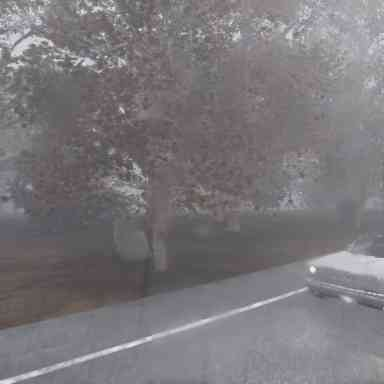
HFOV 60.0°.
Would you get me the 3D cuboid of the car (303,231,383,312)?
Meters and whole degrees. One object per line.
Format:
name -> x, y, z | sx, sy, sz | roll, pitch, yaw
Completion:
car -> 4.474, 1.600, 7.350 | 4.718, 1.301, 1.895 | 0, 0, -40
